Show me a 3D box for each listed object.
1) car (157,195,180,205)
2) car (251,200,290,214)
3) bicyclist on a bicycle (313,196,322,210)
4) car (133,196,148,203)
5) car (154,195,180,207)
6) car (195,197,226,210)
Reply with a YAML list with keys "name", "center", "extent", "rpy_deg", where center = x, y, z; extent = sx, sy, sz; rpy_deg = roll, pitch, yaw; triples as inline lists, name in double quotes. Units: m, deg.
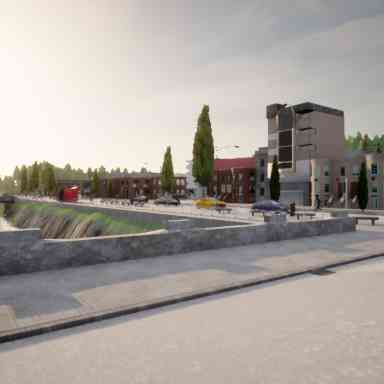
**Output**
- name: "car"
  center: [-4.278, 1.352, 59.570]
  extent: [2.097, 1.767, 4.553]
  rpy_deg: [0, 0, -36]
- name: "car"
  center: [8.254, 1.526, 34.717]
  extent: [1.812, 1.442, 4.674]
  rpy_deg: [0, 0, -36]
- name: "bicyclist on a bicycle"
  center: [14.992, 1.349, 39.699]
  extent: [1.656, 1.620, 0.582]
  rpy_deg: [0, 0, -35]
- name: "car"
  center: [-10.693, 1.526, 68.586]
  extent: [1.812, 1.442, 4.674]
  rpy_deg: [0, 0, -36]
- name: "car"
  center: [-3.951, 1.547, 51.904]
  extent: [2.033, 1.411, 5.357]
  rpy_deg: [0, 0, -36]
- name: "car"
  center: [2.382, 1.478, 42.954]
  extent: [1.882, 1.535, 5.008]
  rpy_deg: [0, 0, -35]
